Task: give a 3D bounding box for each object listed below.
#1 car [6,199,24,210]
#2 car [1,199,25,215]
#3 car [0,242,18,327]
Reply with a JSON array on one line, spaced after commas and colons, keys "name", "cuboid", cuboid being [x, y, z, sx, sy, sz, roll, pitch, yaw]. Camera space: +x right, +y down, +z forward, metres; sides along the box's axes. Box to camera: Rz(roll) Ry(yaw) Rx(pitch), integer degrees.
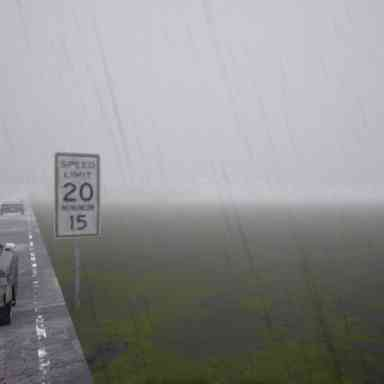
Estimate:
[{"name": "car", "cuboid": [-22.649, 1.558, 42.763, 1.895, 1.301, 4.718, 0, 0, -26]}, {"name": "car", "cuboid": [-17.919, 1.454, 33.393, 1.882, 1.535, 5.008, 0, 0, -26]}, {"name": "car", "cuboid": [-4.554, 1.562, 6.526, 1.994, 1.385, 4.181, 0, 0, -27]}]
